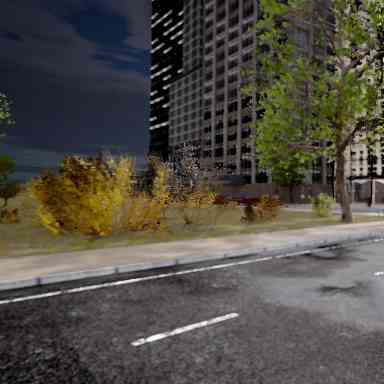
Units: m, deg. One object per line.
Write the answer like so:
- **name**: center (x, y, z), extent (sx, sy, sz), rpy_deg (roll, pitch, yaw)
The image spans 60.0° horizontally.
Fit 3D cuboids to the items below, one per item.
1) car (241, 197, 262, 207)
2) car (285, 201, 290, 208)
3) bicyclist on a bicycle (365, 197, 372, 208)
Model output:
- **car**: center (9.738, 1.515, 48.048), extent (1.812, 1.442, 4.674), rpy_deg (1, -1, -34)
- **car**: center (12.467, 1.572, 49.815), extent (1.812, 1.442, 4.674), rpy_deg (1, -1, -34)
- **bicyclist on a bicycle**: center (26.040, 1.546, 49.045), extent (1.656, 1.620, 0.582), rpy_deg (1, 0, -34)
